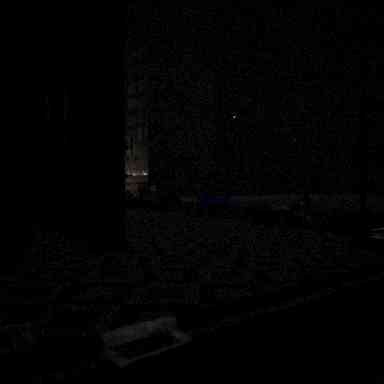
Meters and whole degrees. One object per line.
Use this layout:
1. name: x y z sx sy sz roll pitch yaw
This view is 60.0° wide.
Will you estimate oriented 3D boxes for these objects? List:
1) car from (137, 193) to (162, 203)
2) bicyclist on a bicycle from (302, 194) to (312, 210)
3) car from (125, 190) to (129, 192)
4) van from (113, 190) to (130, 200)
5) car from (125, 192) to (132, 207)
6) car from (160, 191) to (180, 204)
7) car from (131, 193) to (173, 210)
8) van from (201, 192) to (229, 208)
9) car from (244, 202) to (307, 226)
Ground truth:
1. car: -6.799 0.910 53.085 2.008 1.369 4.403 1 0 -35
2. bicyclist on a bicycle: 11.300 1.001 32.801 1.656 1.620 0.582 0 1 -35
3. car: -10.825 0.850 54.285 1.812 1.442 4.674 0 1 -36
4. van: -13.137 0.574 61.975 1.690 1.788 3.998 1 0 -35
5. car: -7.405 1.058 39.251 2.008 1.369 4.403 1 0 -35
6. car: -3.626 0.741 48.639 2.192 1.841 5.009 1 0 -35
7. car: -4.235 1.123 34.807 1.887 1.381 4.507 1 0 -35
8. van: 2.714 0.905 39.748 1.690 1.788 3.998 1 0 -35
9. car: 5.273 1.349 21.473 2.008 1.369 4.403 1 0 -35
